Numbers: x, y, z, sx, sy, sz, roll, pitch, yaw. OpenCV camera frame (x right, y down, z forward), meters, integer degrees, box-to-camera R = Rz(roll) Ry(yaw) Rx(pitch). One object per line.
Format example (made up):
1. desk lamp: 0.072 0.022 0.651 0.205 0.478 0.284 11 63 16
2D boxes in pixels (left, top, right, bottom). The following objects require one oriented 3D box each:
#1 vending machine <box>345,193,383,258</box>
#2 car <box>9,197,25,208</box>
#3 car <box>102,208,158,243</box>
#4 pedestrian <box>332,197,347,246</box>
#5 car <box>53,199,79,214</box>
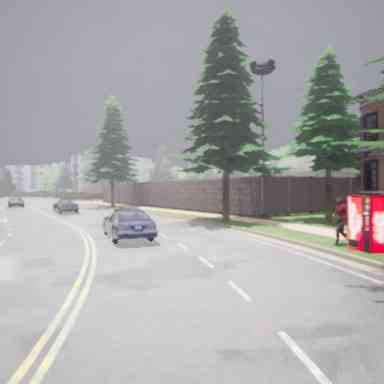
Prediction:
1. vending machine: 5.996 1.091 11.344 1.100 2.100 0.880 0 0 -13
2. car: -24.263 1.430 46.042 2.033 1.411 5.357 -1 0 -30
3. car: -3.072 1.473 15.754 2.033 1.411 5.357 0 0 -21
4. pedestrian: 5.391 1.037 12.113 0.375 1.860 0.375 0 0 -14
5. car: -12.872 1.429 33.863 2.033 1.411 5.357 -1 0 -31
